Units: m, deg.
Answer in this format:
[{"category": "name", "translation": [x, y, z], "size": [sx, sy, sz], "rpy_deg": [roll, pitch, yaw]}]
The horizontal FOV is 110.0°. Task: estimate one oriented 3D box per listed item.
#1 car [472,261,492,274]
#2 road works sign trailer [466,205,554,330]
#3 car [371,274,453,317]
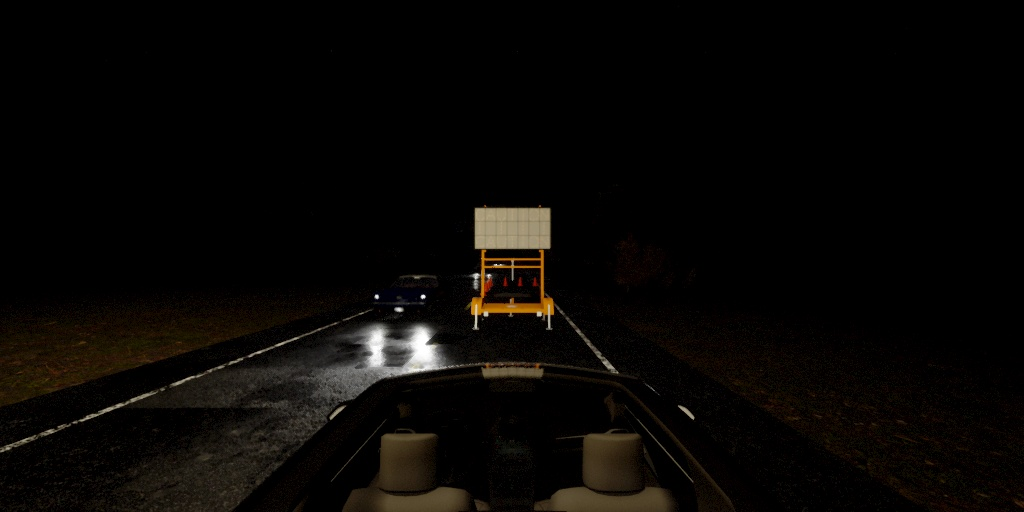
[{"category": "car", "translation": [-3.414, 1.295, 42.383], "size": [1.812, 1.442, 4.674], "rpy_deg": [0, 0, 0]}, {"category": "road works sign trailer", "translation": [0.020, 0.215, 11.158], "size": [2.380, 3.560, 2.880], "rpy_deg": [0, 0, 0]}, {"category": "car", "translation": [-3.476, 1.352, 13.277], "size": [1.895, 1.301, 4.718], "rpy_deg": [0, 0, 0]}]
